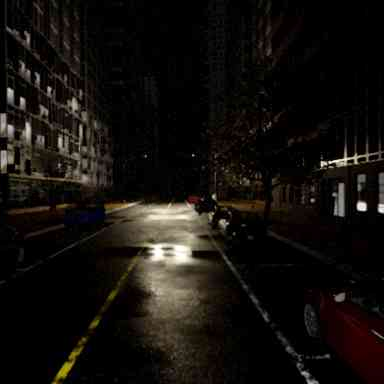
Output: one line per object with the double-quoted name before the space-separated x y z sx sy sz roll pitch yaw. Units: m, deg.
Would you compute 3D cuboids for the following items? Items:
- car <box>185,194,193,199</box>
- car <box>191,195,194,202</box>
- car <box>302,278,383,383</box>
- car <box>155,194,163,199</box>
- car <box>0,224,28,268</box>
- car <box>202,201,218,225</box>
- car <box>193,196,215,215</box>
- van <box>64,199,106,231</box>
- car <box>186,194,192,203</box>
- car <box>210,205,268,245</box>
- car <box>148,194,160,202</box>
"car" -0.793 1.221 88.887 1.947 1.339 4.313 0 0 -2
"car" 1.249 1.311 37.697 1.967 1.590 4.097 0 0 -2
"car" 2.611 1.554 3.570 1.802 1.307 4.206 0 0 -2
"car" -9.394 1.257 94.250 1.947 1.339 4.313 0 0 -2
"car" -5.990 1.574 8.927 2.008 1.369 4.403 0 0 -2
"car" 1.930 1.479 20.633 2.008 1.369 4.403 0 0 -2
"car" 1.476 1.330 32.009 1.967 1.590 4.097 0 0 -2
"van" -6.445 1.333 20.303 1.690 1.788 3.998 0 0 -2
"car" 0.342 1.329 60.449 1.887 1.381 4.507 0 0 -2
"car" 2.157 1.496 14.946 2.008 1.369 4.403 0 0 -2
"car" -8.486 1.343 71.497 1.887 1.381 4.507 0 0 -2
